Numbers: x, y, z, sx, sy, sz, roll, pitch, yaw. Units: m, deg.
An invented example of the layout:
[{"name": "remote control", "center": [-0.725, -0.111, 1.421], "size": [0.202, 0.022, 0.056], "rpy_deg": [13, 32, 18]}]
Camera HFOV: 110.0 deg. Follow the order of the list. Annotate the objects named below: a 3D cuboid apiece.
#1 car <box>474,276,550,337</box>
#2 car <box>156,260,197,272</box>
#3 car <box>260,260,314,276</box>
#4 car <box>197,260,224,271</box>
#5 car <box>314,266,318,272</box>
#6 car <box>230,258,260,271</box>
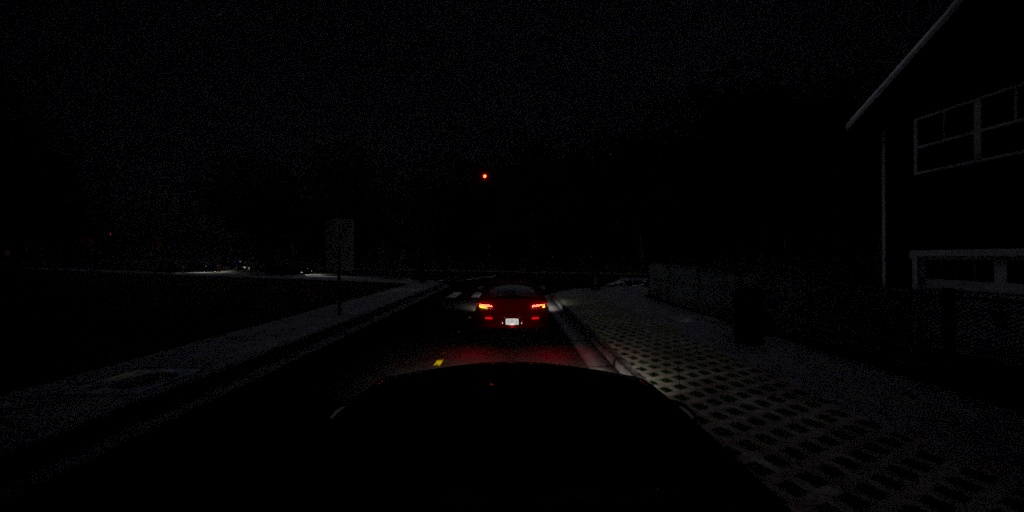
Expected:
[{"name": "car", "center": [0.007, 1.274, 10.166], "size": [1.812, 1.442, 4.674], "rpy_deg": [0, 0, 0]}, {"name": "car", "center": [-42.917, 1.254, 45.462], "size": [4.902, 1.511, 2.128], "rpy_deg": [0, 0, 23]}, {"name": "car", "center": [-23.099, 1.350, 36.810], "size": [4.718, 1.301, 1.895], "rpy_deg": [0, 0, 23]}, {"name": "car", "center": [-41.934, 1.275, 48.582], "size": [5.008, 1.535, 1.882], "rpy_deg": [0, 0, 23]}, {"name": "car", "center": [-24.825, 1.310, 41.097], "size": [5.357, 1.411, 2.033], "rpy_deg": [0, 0, 23]}, {"name": "car", "center": [-36.423, 1.345, 49.801], "size": [4.181, 1.385, 1.994], "rpy_deg": [0, 0, 24]}]
